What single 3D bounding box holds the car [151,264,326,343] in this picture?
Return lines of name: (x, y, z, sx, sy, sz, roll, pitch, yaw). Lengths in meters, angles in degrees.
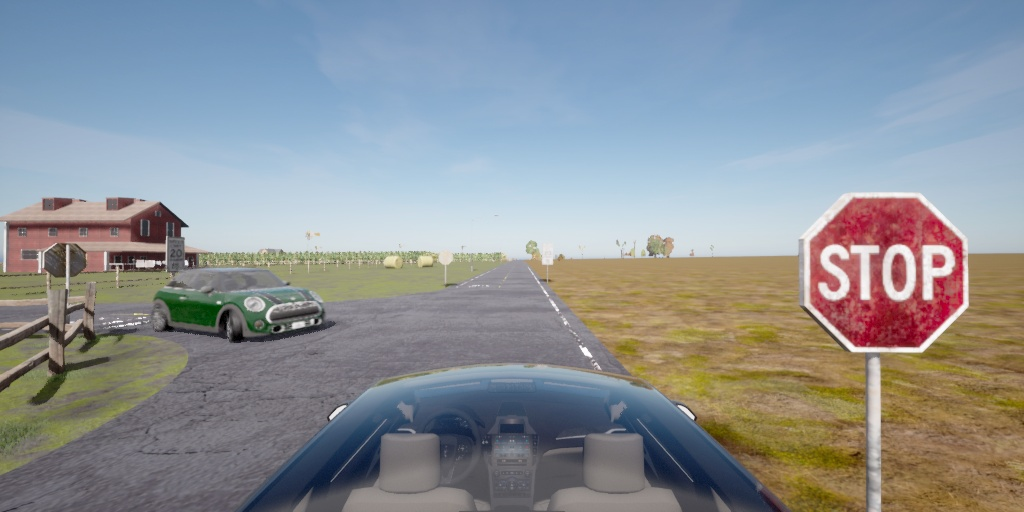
car: (-7.281, 1.106, 9.617, 4.553, 1.767, 2.097, 0, 0, 23)
